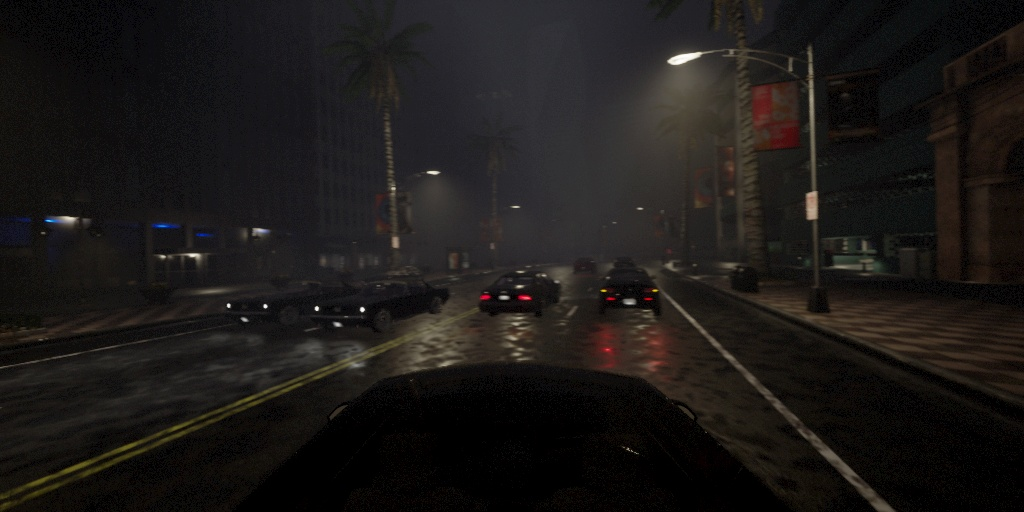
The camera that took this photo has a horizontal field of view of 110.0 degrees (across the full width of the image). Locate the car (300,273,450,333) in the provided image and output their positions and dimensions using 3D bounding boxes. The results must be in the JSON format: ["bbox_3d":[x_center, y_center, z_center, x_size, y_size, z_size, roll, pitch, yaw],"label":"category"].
[{"bbox_3d":[-3.838,1.424,11.309,1.895,1.301,4.718,-2,0,17],"label":"car"}]

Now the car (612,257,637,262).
[{"bbox_3d":[10.015,0.829,32.104,1.837,1.490,4.892,-2,0,17],"label":"car"}]

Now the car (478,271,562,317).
[{"bbox_3d":[0.511,1.235,12.902,2.033,1.411,5.357,-2,0,17],"label":"car"}]

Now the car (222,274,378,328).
[{"bbox_3d":[-7.124,1.516,12.530,1.895,1.301,4.718,-2,0,17],"label":"car"}]

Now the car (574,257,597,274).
[{"bbox_3d":[7.128,0.877,34.634,1.882,1.535,5.008,-2,0,17],"label":"car"}]

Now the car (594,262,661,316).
[{"bbox_3d":[4.022,1.111,12.466,1.812,1.442,4.674,-2,0,17],"label":"car"}]
